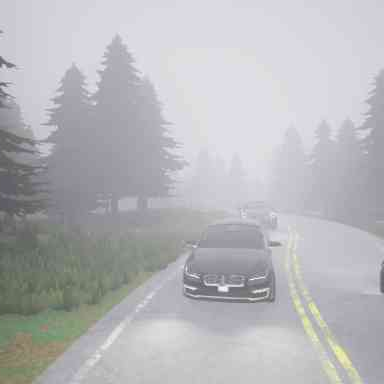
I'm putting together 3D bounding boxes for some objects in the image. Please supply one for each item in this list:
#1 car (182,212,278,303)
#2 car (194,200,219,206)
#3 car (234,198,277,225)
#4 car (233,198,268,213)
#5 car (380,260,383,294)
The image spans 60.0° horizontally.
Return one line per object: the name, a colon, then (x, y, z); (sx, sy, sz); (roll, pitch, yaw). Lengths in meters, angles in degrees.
car: (1.083, 1.496, 8.405); (1.837, 1.490, 4.892); (-1, 0, 12)
car: (1.875, 1.799, 44.853); (1.812, 1.442, 4.674); (3, -5, -35)
car: (3.856, 1.270, 20.360); (2.097, 1.767, 4.553); (-1, 0, 5)
car: (6.168, 1.411, 35.732); (1.837, 1.490, 4.892); (2, -1, -16)
car: (4.489, 1.309, 4.638); (2.097, 1.767, 4.553); (-1, 0, 8)
